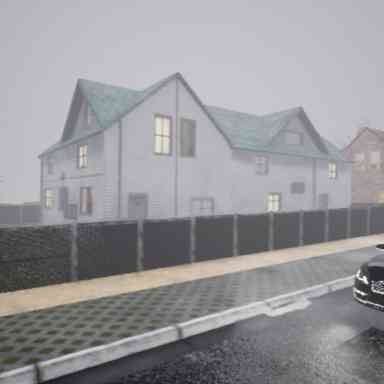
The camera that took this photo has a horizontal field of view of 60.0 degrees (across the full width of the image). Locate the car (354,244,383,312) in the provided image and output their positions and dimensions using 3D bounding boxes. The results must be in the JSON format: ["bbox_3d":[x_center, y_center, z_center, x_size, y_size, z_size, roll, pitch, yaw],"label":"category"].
[{"bbox_3d":[5.242,1.488,6.803,4.892,1.490,1.837,0,0,-35],"label":"car"}]
